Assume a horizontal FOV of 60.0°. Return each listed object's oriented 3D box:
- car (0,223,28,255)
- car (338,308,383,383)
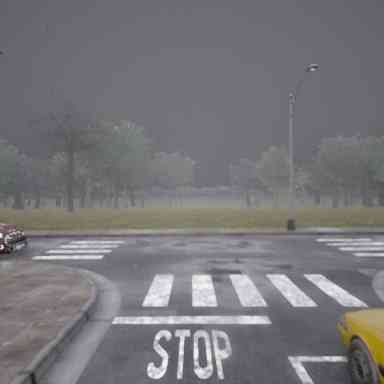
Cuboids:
[{"bbox_3d":[-8.592,1.474,12.258,4.553,1.767,2.097,-1,0,0],"label":"car"},{"bbox_3d":[2.635,1.533,2.231,1.752,1.417,4.829,0,0,0],"label":"car"}]
